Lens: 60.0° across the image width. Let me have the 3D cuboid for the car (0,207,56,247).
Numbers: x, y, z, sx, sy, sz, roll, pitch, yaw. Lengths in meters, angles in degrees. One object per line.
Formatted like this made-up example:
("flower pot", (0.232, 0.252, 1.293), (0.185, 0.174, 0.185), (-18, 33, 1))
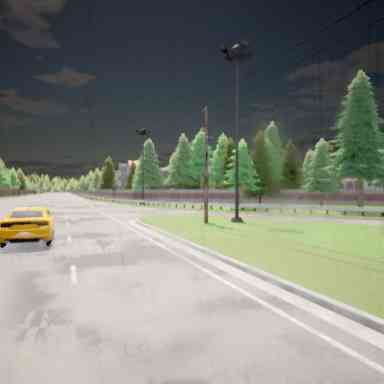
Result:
("car", (-7.286, 1.432, 15.006), (1.882, 1.535, 5.008), (0, 0, -21))
